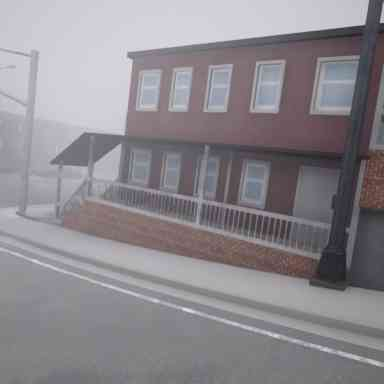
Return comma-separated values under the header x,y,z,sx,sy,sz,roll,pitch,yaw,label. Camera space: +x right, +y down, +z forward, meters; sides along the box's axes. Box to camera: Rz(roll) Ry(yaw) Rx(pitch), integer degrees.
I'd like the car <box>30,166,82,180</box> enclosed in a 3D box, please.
x,y,z,sx,sy,sz,roll,pitch,yaw,label
-14.701,-2.151,36.381,2.033,1.411,5.357,11,6,36,car

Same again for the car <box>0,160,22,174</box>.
x,y,z,sx,sy,sz,roll,pitch,yaw,label
-19.812,-2.671,35.209,1.994,1.385,4.181,11,6,35,car
